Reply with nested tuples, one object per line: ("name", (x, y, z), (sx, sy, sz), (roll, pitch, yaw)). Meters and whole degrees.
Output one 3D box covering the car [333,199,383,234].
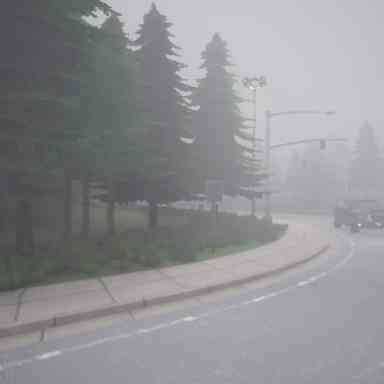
("car", (10.688, 1.459, 21.087), (2.150, 2.045, 5.566), (1, -1, 8))
